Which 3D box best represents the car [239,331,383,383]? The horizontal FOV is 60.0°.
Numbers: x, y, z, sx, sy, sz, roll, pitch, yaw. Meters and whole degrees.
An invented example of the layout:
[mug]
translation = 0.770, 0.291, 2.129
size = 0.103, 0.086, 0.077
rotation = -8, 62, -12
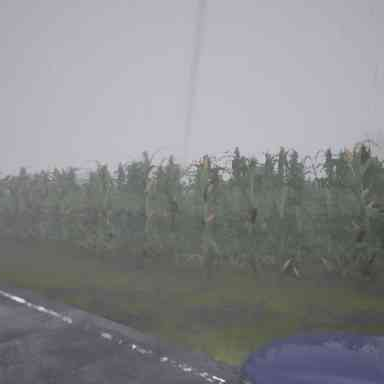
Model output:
[car]
translation = 2.486, 1.669, 2.109
size = 4.674, 1.442, 1.812
rotation = -1, -3, 38
